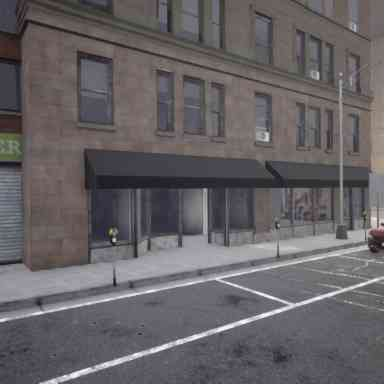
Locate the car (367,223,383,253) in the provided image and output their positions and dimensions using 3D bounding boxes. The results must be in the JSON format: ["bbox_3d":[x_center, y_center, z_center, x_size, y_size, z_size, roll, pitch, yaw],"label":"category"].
[{"bbox_3d":[8.377,1.541,12.566,4.507,1.381,1.887,0,-1,-36],"label":"car"}]
